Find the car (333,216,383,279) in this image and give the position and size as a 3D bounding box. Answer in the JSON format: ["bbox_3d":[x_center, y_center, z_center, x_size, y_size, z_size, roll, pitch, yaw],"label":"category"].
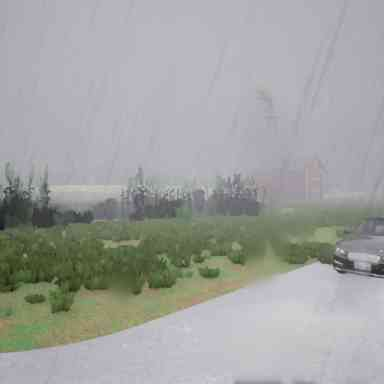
[{"bbox_3d":[5.751,1.491,9.652,2.128,1.511,4.902,0,0,44],"label":"car"}]
